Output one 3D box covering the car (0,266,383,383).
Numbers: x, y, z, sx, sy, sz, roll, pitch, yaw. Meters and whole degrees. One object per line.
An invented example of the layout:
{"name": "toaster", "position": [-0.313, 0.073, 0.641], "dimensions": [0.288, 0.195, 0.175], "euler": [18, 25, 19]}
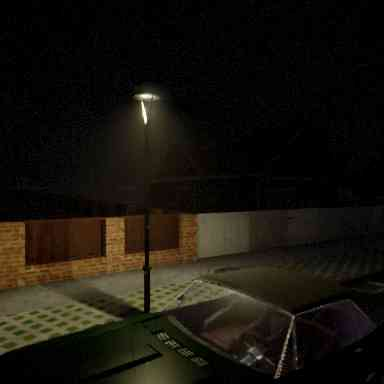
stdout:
{"name": "car", "position": [0.560, 1.599, 3.430], "dimensions": [4.718, 1.301, 1.895], "euler": [0, 0, -35]}
